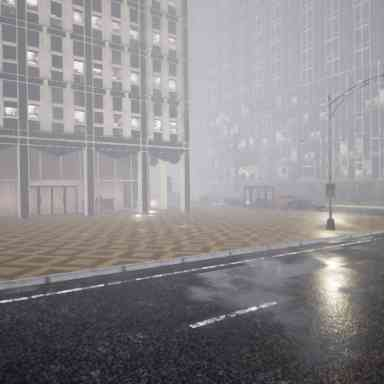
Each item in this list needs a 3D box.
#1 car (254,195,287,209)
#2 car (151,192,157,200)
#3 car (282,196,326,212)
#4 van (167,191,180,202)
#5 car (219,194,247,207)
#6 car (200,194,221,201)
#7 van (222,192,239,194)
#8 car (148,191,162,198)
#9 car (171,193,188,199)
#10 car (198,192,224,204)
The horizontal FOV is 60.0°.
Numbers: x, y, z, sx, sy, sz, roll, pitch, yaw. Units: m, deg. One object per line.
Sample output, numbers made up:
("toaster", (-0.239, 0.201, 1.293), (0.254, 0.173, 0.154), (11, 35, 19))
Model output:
("car", (9.302, 1.386, 41.057), (1.802, 1.307, 4.206), (-1, 1, -34))
("car", (-9.808, 1.038, 69.298), (2.008, 1.369, 4.403), (0, 1, -34))
("car", (12.489, 1.422, 36.348), (1.947, 1.339, 4.313), (-1, 1, -34))
("van", (-3.406, 0.935, 59.902), (1.690, 1.788, 3.998), (0, 1, -34))
("car", (6.150, 1.318, 45.786), (1.947, 1.339, 4.313), (-1, 1, -34))
("car", (3.519, 1.041, 64.622), (1.802, 1.307, 4.206), (-1, 1, -34))
("van", (6.719, 0.853, 59.922), (1.690, 1.788, 3.998), (-1, 1, -34))
("car", (-9.284, 0.684, 83.407), (1.967, 1.590, 4.097), (0, 1, -34))
("car", (-2.882, 0.934, 74.016), (1.802, 1.307, 4.206), (0, 1, -34))
("car", (2.814, 1.183, 55.398), (1.994, 1.385, 4.181), (-1, 1, -34))
